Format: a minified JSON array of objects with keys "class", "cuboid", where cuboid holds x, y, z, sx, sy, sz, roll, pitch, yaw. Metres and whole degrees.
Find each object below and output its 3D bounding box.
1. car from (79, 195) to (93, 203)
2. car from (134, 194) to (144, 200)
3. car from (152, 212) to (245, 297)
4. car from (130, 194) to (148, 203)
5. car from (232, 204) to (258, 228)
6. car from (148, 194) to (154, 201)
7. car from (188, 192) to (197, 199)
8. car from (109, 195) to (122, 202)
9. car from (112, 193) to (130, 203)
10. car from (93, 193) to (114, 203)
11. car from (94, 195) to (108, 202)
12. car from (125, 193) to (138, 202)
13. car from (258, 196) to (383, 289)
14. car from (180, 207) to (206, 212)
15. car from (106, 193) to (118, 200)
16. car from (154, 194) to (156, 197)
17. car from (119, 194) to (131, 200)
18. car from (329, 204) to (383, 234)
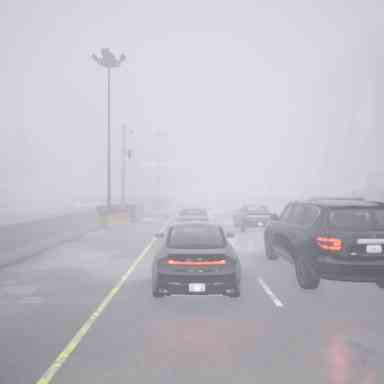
[{"class":"car","cuboid":[-21.090,1.427,66.904,1.882,1.535,5.008,0,0,0]},{"class":"car","cuboid":[-13.965,1.278,87.266,1.837,1.490,4.892,0,1,0]},{"class":"car","cuboid":[0.084,1.502,8.519,1.837,1.490,4.892,0,0,0]},{"class":"car","cuboid":[-10.592,1.461,66.607,1.812,1.442,4.674,0,0,0]},{"class":"car","cuboid":[3.567,1.484,19.820,2.128,1.511,4.902,0,0,0]},{"class":"car","cuboid":[-10.530,1.361,77.009,1.882,1.535,5.008,0,0,0]},{"class":"car","cuboid":[0.088,0.882,95.549,2.150,2.045,5.566,0,1,0]},{"class":"car","cuboid":[-17.533,1.440,76.521,1.994,1.385,4.181,0,0,0]},{"class":"car","cuboid":[-14.092,1.499,66.619,1.994,1.385,4.181,0,0,0]},{"class":"car","cuboid":[-17.592,1.287,66.660,2.097,1.767,4.553,0,0,0]},{"class":"car","cuboid":[-21.032,1.438,76.763,1.994,1.385,4.181,0,0,0]},{"class":"car","cuboid":[-14.031,1.240,76.868,2.097,1.767,4.553,0,0,0]},{"class":"car","cuboid":[3.584,1.218,9.261,2.150,2.045,5.566,0,0,0]},{"class":"car","cuboid":[0.064,1.540,18.682,2.033,1.411,5.357,0,0,0]},{"class":"car","cuboid":[-20.966,1.136,87.061,2.097,1.767,4.553,0,1,0]},{"class":"car","cuboid":[-10.464,1.253,87.439,1.882,1.535,5.008,0,1,0]},{"class":"car","cuboid":[-17.467,1.323,86.879,2.033,1.411,5.357,0,1,0]},{"class":"car","cuboid":[10.566,1.540,20.561,2.033,1.411,5.357,0,0,0]}]
